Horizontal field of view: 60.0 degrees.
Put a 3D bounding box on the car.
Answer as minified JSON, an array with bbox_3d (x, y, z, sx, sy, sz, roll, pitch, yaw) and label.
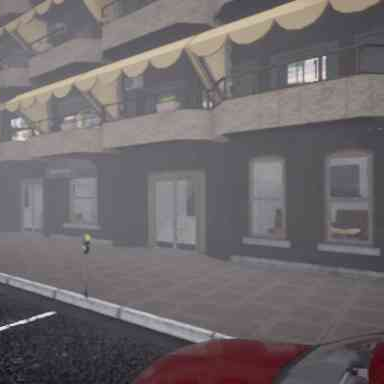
[{"bbox_3d":[1.360,1.581,1.904,4.206,1.307,1.802,0,0,35],"label":"car"}]
